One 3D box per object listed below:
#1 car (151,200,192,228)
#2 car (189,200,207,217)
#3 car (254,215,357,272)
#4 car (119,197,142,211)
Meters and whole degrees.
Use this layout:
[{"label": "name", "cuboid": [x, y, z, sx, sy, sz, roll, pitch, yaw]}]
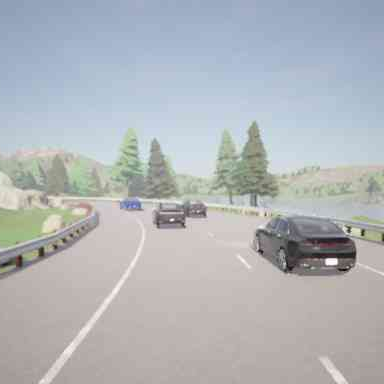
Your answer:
[{"label": "car", "cuboid": [-1.616, 1.455, 22.023, 2.128, 1.511, 4.902, 0, 0, -10]}, {"label": "car", "cuboid": [-0.112, 1.444, 30.384, 2.128, 1.511, 4.902, 0, 0, -16]}, {"label": "car", "cuboid": [3.353, 1.492, 10.721, 1.837, 1.490, 4.892, 0, 0, -3]}, {"label": "car", "cuboid": [-7.524, 1.405, 40.316, 1.882, 1.535, 5.008, 0, 0, -24]}]
